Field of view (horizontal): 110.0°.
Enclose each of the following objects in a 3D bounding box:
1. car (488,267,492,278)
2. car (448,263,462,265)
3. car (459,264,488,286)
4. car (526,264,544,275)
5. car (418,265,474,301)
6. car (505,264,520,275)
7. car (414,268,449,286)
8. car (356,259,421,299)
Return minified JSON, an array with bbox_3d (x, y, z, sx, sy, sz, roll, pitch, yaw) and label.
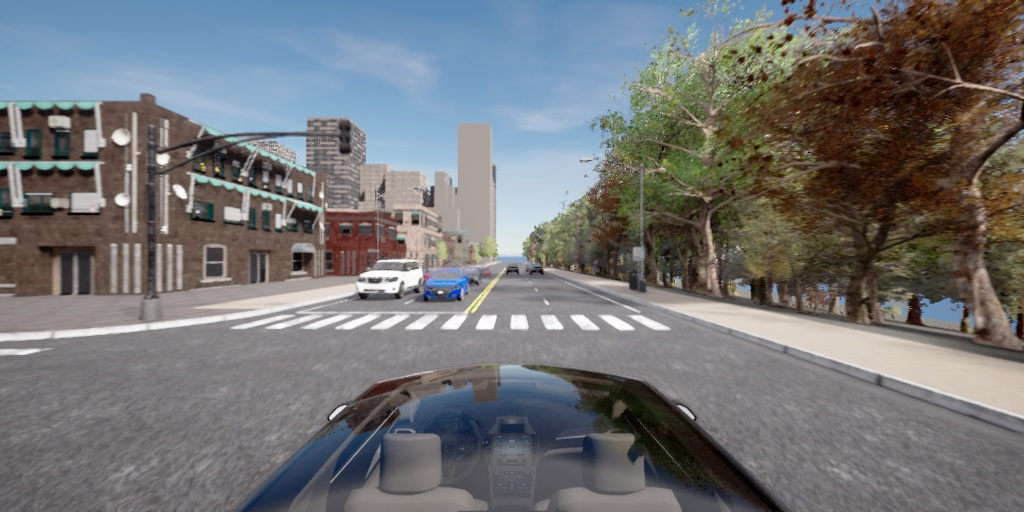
[{"bbox_3d":[-3.355,1.788,41.451,1.994,1.385,4.181,0,-1,-1],"label":"car"},{"bbox_3d":[-6.597,1.569,40.917,2.097,1.767,4.553,0,-1,0],"label":"car"},{"bbox_3d":[-3.358,1.628,29.395,2.033,1.411,5.357,0,-1,0],"label":"car"},{"bbox_3d":[3.336,1.823,49.408,1.837,1.490,4.892,0,-1,0],"label":"car"},{"bbox_3d":[-3.359,1.435,19.104,1.882,1.535,5.008,0,-1,-1],"label":"car"},{"bbox_3d":[0.088,1.828,49.822,1.837,1.490,4.892,0,-1,0],"label":"car"},{"bbox_3d":[-6.609,1.689,30.032,1.895,1.301,4.718,0,-1,0],"label":"car"},{"bbox_3d":[-6.582,1.190,20.051,2.150,2.045,5.566,0,-1,2],"label":"car"}]
